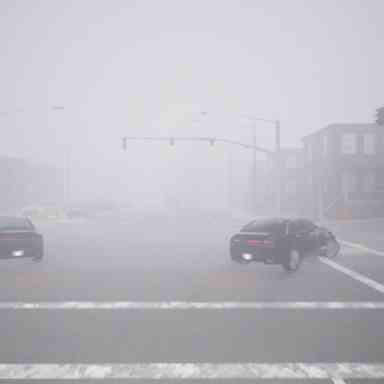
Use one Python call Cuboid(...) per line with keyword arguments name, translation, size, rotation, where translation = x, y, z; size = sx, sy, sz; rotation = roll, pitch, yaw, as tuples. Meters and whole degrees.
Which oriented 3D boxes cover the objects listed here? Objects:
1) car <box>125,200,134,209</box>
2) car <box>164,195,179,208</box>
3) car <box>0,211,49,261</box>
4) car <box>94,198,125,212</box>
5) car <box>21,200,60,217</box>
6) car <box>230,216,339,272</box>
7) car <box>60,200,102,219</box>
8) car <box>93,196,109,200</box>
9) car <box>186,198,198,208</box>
Cuboid(name="car", translation=(-10.543, 1.955, 53.033), size=(1.895, 1.301, 4.718), rotation=(0, 0, 0))
Cuboid(name="car", translation=(-3.501, 1.603, 57.068), size=(2.150, 2.045, 5.566), rotation=(0, 0, 0))
Cuboid(name="car", translation=(-6.751, 1.584, 11.722), size=(1.837, 1.490, 4.892), rotation=(3, -3, -41))
Cuboid(name="car", translation=(-10.594, 1.834, 42.875), size=(2.033, 1.411, 5.357), rotation=(0, 0, 0))
Cuboid(name="car", translation=(-14.111, 1.561, 31.227), size=(2.097, 1.767, 4.553), rotation=(0, 0, 0))
Cuboid(name="car", translation=(3.219, 1.583, 11.215), size=(1.837, 1.490, 4.892), rotation=(-5, -3, 43))
Cuboid(name="car", translation=(-10.636, 1.764, 32.401), size=(2.033, 1.411, 5.357), rotation=(0, 0, -3))
Cuboid(name="car", translation=(-14.052, 1.563, 50.832), size=(2.150, 2.045, 5.566), rotation=(0, -1, 1))
Cuboid(name="car", translation=(-0.001, 1.733, 57.012), size=(2.097, 1.767, 4.553), rotation=(0, 0, 0))
